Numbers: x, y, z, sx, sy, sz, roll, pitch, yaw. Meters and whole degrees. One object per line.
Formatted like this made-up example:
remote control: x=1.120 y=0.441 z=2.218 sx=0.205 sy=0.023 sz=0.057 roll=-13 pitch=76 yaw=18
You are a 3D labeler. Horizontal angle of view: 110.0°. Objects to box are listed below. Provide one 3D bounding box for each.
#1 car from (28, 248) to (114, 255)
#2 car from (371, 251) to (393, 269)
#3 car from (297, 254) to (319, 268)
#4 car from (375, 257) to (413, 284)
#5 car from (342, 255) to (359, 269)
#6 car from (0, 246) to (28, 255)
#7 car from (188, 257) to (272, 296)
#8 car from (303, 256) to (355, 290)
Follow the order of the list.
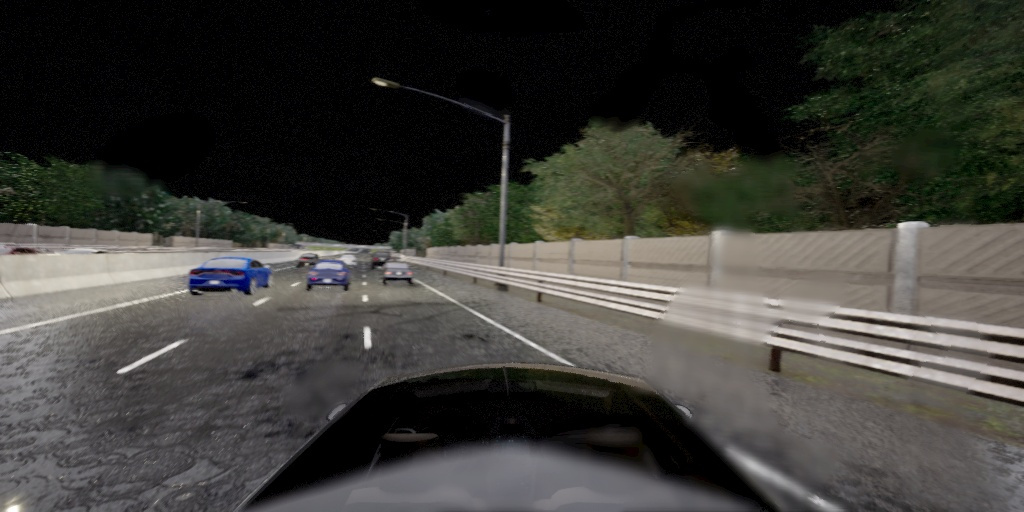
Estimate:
car: x=-26.056 y=0.259 z=21.884 sx=1.812 sy=1.442 sz=4.674 roll=2 pitch=0 yaw=-22
car: x=-14.991 y=0.450 z=41.303 sx=2.150 sy=2.045 sz=5.566 roll=2 pitch=0 yaw=-22
car: x=-20.727 y=0.489 z=36.878 sx=1.837 sy=1.490 sz=4.892 roll=2 pitch=0 yaw=-23
car: x=-7.631 y=1.036 z=23.519 sx=2.033 sy=1.411 sz=5.357 roll=2 pitch=0 yaw=-22
car: x=-18.102 y=0.623 z=39.681 sx=1.812 sy=1.442 sz=4.674 roll=2 pitch=0 yaw=-23
car: x=-29.306 y=0.124 z=20.599 sx=1.812 sy=1.442 sz=4.674 roll=2 pitch=0 yaw=-22
car: x=-11.798 y=0.778 z=15.367 sx=1.882 sy=1.535 sz=5.008 roll=2 pitch=0 yaw=-23
car: x=-9.358 y=0.933 z=18.599 sx=1.812 sy=1.442 sz=4.674 roll=2 pitch=0 yaw=-23
